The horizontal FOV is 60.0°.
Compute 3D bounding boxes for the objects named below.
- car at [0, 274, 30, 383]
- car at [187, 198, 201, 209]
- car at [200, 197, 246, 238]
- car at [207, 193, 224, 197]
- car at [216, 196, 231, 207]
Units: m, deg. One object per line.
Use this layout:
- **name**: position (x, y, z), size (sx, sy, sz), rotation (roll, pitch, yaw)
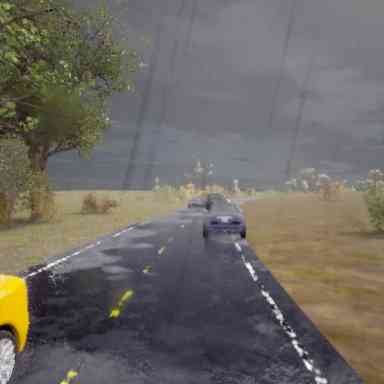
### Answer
- **car**: position (-3.037, 1.471, 2.203), size (1.882, 1.535, 5.008), rotation (0, 0, 1)
- **car**: position (0.627, 1.504, 44.643), size (1.994, 1.385, 4.181), rotation (0, 0, 9)
- **car**: position (1.664, 1.333, 17.680), size (2.097, 1.767, 4.553), rotation (0, 0, 4)
- **car**: position (2.814, 1.173, 38.867), size (2.150, 2.045, 5.566), rotation (0, 0, 9)
- **car**: position (4.939, 1.454, 52.035), size (1.812, 1.442, 4.674), rotation (0, 0, 12)
